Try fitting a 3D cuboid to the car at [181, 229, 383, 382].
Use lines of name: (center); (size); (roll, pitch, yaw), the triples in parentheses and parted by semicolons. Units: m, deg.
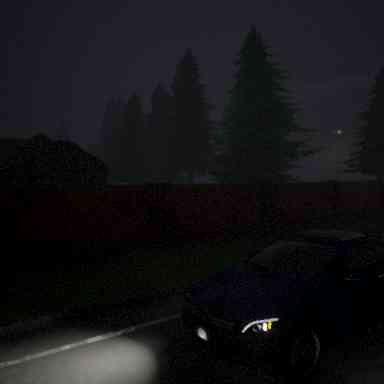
car: (2.036, 1.394, 5.383); (4.674, 1.442, 1.812); (-2, 1, -35)
